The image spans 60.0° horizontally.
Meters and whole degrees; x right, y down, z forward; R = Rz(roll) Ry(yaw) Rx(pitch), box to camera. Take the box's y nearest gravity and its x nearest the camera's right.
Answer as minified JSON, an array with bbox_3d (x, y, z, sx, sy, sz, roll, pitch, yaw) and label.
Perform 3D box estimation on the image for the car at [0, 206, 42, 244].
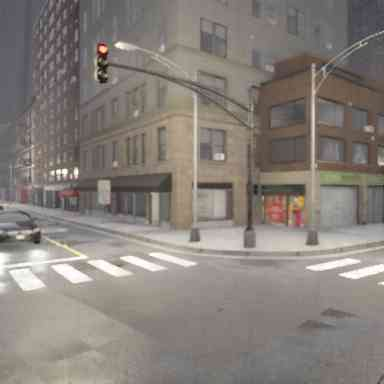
[{"bbox_3d":[-8.402,1.604,15.523,1.812,1.442,4.674,0,0,-36],"label":"car"}]
